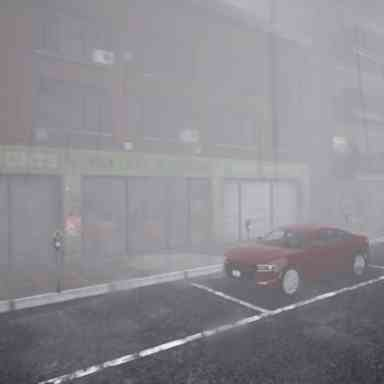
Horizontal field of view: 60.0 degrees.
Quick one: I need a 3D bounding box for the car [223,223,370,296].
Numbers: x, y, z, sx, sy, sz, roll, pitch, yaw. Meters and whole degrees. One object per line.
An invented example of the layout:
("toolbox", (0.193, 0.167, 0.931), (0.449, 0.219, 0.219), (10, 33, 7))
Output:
("car", (2.806, 1.526, 8.571), (4.507, 1.381, 1.887), (0, 0, -36))
